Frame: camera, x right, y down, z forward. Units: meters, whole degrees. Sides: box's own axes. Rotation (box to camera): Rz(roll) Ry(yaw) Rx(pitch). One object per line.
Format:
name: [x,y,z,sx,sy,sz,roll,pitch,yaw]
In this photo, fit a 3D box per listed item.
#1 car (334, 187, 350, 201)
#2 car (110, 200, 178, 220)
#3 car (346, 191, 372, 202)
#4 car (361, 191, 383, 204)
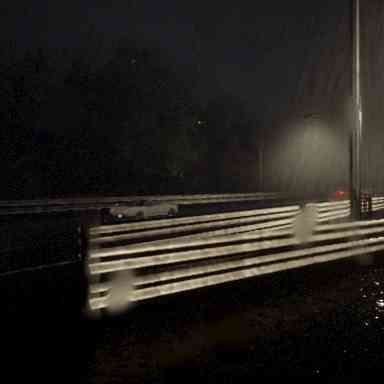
car: [20.651,0.311,43.913,2.150,2.045,5.566,0,1,43]
car: [-3.136,1.201,22.943,1.895,1.301,4.718,0,1,42]
car: [24.250,0.570,48.245,2.128,1.511,4.902,0,0,42]
car: [21.295,0.681,39.595,2.128,1.511,4.902,0,1,42]
